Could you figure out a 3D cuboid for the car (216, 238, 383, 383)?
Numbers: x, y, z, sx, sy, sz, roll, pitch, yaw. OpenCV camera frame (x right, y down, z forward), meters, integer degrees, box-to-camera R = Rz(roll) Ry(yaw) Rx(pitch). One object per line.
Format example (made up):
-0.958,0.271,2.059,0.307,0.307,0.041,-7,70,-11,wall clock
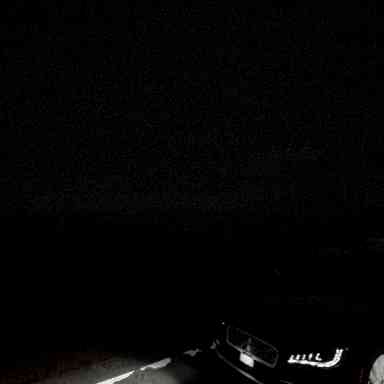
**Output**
2.547,1.508,4.894,4.892,1.490,1.837,0,0,-36,car
